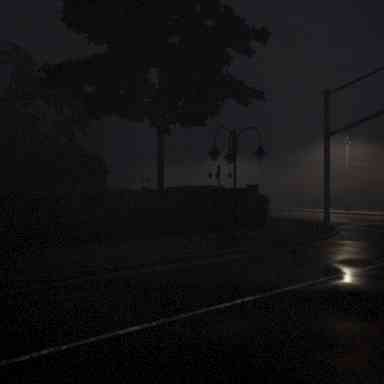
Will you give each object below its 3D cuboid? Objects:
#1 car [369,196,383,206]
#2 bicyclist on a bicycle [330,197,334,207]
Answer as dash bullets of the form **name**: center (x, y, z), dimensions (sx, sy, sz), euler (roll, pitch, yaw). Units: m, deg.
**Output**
- **car**: center (28.414, 1.295, 48.461), dimensions (2.242, 1.667, 4.611), euler (0, 0, -35)
- **bicyclist on a bicycle**: center (20.837, 1.430, 50.104), dimensions (1.656, 1.620, 0.582), euler (-6, -7, -37)
